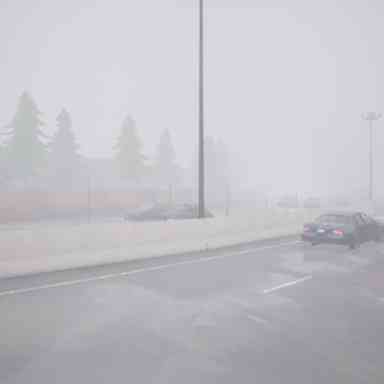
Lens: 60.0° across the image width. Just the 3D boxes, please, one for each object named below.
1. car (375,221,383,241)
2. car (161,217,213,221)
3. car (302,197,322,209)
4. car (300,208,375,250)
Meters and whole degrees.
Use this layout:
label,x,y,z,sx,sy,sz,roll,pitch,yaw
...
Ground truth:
label,x,y,z,sx,sy,sz,roll,pitch,yaw
car,7.847,1.489,10.765,4.892,1.490,1.837,0,0,-43
car,-0.457,1.549,22.481,1.994,1.385,4.181,0,0,44
car,16.183,1.459,44.743,1.837,1.490,4.892,0,0,29
car,6.693,1.531,14.411,5.357,1.411,2.033,0,0,-45
